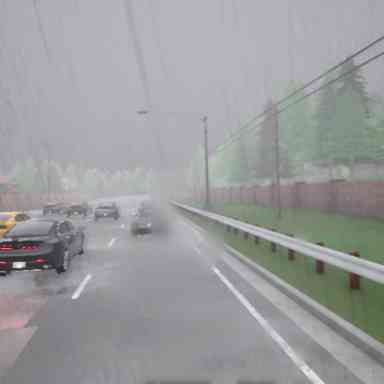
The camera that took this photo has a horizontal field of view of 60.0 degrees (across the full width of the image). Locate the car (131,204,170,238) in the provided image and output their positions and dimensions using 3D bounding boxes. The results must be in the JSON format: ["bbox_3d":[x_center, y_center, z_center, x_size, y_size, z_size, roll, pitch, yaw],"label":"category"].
[{"bbox_3d":[-2.277,1.588,18.209,1.994,1.385,4.181,-2,0,-8],"label":"car"}]

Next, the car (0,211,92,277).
[{"bbox_3d":[-4.763,1.625,10.926,1.837,1.490,4.892,-2,0,-8],"label":"car"}]

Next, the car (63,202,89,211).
[{"bbox_3d":[-11.592,1.778,34.551,1.837,1.490,4.892,-2,0,-8],"label":"car"}]

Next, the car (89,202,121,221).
[{"bbox_3d":[-7.300,1.644,29.101,2.128,1.511,4.902,-2,0,-8],"label":"car"}]

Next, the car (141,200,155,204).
[{"bbox_3d":[-4.610,1.600,35.038,2.033,1.411,5.357,-2,0,-8],"label":"car"}]

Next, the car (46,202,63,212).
[{"bbox_3d":[-15.644,1.896,38.267,1.837,1.490,4.892,-2,0,-8],"label":"car"}]

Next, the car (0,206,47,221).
[{"bbox_3d":[-9.074,1.719,16.500,1.882,1.535,5.008,-2,0,-8],"label":"car"}]
